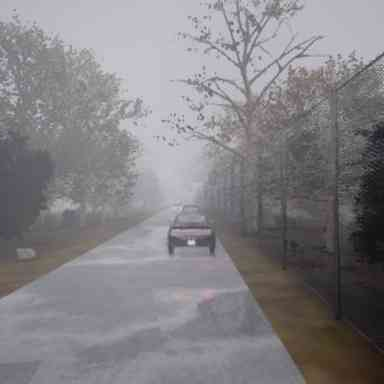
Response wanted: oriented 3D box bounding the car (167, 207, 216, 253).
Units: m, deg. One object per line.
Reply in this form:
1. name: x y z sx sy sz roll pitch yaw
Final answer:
1. car: -0.017 1.628 14.309 2.128 1.511 4.902 0 0 0

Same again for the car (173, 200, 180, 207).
1. car: -3.140 2.425 71.012 1.837 1.490 4.892 0 -1 -1

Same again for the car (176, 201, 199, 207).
1. car: -0.071 1.821 29.005 2.033 1.411 5.357 0 -1 0
